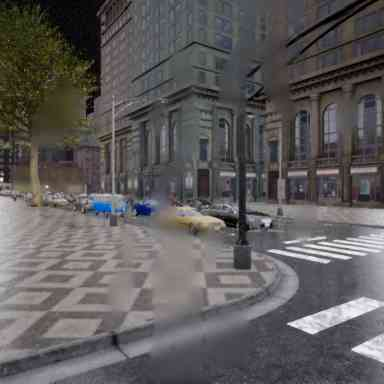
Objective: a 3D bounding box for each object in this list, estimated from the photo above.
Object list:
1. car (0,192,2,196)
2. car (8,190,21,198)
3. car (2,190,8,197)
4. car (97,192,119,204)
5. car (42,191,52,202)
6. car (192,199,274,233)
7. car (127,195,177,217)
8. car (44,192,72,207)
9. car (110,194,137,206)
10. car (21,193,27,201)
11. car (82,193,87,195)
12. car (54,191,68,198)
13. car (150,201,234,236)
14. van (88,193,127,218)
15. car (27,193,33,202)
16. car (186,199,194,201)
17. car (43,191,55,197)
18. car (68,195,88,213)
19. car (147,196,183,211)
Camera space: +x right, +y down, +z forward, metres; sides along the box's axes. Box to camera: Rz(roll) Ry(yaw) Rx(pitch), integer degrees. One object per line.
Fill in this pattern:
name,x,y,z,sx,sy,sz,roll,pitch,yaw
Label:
car,-45.645,0.253,82.186,1.967,1.590,4.097,1,0,-35
car,-35.922,0.482,68.420,1.967,1.590,4.097,1,0,-35
car,-42.404,0.329,77.597,1.967,1.590,4.097,1,0,-35
car,-12.759,0.878,50.403,1.967,1.590,4.097,1,0,-35
car,-19.720,0.991,45.480,2.008,1.369,4.403,1,0,-35
car,2.385,1.369,18.789,2.128,1.511,4.902,0,1,-36
car,-3.057,1.256,26.485,1.882,1.535,5.008,0,1,-35
car,-16.382,1.050,40.753,1.752,1.417,4.829,1,0,-35
car,-9.520,1.071,45.815,2.008,1.369,4.403,1,0,-35
car,-26.202,0.829,54.656,2.008,1.369,4.403,1,0,-35
car,-16.001,0.908,54.991,2.008,1.369,4.403,1,0,-35
car,-28.963,0.585,73.342,1.887,1.381,4.507,1,0,-35
car,-0.176,1.397,17.802,1.752,1.417,4.829,1,0,-35
van,-6.755,1.090,27.122,1.690,1.788,3.998,1,0,-35
car,-22.961,0.910,50.068,2.008,1.369,4.403,1,0,-35
car,0.202,1.313,32.048,1.947,1.339,4.313,1,0,-35
car,-35.445,0.469,82.518,1.802,1.307,4.206,1,0,-35
car,-9.997,1.229,31.711,2.008,1.369,4.403,1,0,-35
car,-3.037,1.221,36.636,1.887,1.381,4.507,1,0,-35
